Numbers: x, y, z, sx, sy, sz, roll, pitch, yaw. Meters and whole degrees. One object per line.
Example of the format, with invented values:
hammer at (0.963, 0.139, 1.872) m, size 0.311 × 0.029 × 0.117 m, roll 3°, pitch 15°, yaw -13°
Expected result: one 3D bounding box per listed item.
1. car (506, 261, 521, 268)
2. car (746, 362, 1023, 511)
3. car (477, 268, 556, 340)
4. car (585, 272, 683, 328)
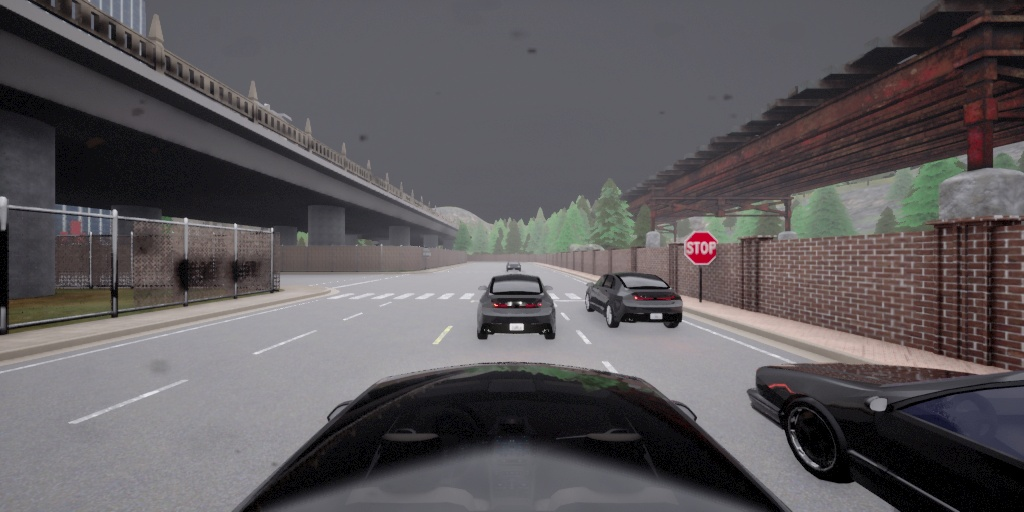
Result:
car at (0.209, 1.351, 46.282) m, size 1.895 × 1.301 × 4.718 m, roll 0°, pitch 0°, yaw -1°
car at (3.600, 1.297, 1.609) m, size 2.033 × 1.411 × 5.357 m, roll 0°, pitch 0°, yaw 0°
car at (0.103, 1.255, 9.998) m, size 1.837 × 1.490 × 4.892 m, roll 0°, pitch 0°, yaw 0°
car at (3.606, 1.255, 11.355) m, size 1.837 × 1.490 × 4.892 m, roll 0°, pitch 0°, yaw 0°
